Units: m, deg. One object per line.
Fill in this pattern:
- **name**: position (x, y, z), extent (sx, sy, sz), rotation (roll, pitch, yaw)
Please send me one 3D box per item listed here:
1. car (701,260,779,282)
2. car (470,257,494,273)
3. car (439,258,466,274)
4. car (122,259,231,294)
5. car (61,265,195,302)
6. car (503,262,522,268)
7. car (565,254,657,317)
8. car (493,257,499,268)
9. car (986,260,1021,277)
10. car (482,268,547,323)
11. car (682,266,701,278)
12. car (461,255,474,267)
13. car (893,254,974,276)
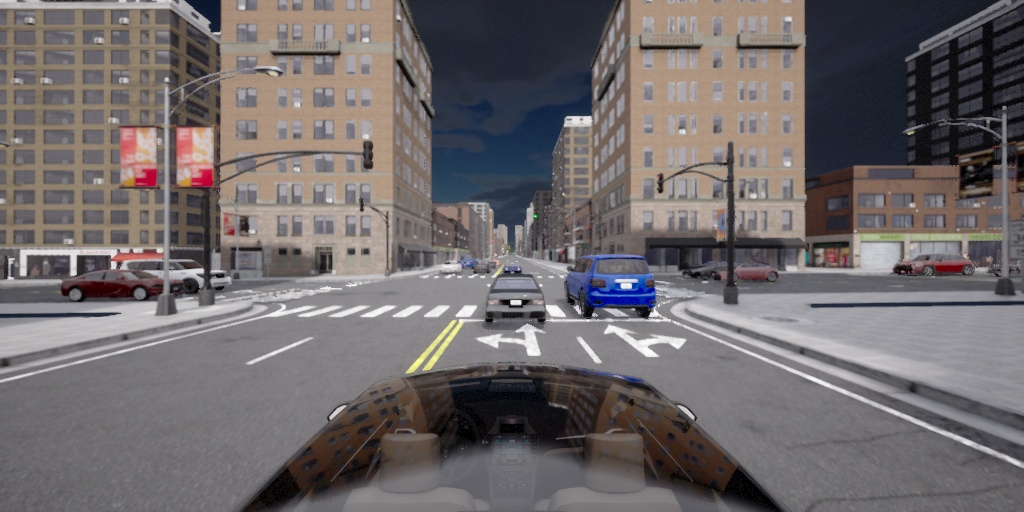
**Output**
- **car**: position (15.921, 1.068, 24.810), extent (4.181, 1.385, 1.994), rotation (-1, 0, 0)
- **car**: position (-3.378, 1.199, 41.307), extent (1.837, 1.490, 4.892), rotation (0, 0, 0)
- **car**: position (-6.654, 1.223, 39.661), extent (1.812, 1.442, 4.674), rotation (0, 0, 1)
- **car**: position (-20.128, 1.187, 21.423), extent (5.566, 2.045, 2.150), rotation (-1, 0, -1)
- **car**: position (-19.572, 1.429, 18.187), extent (5.008, 1.535, 1.882), rotation (-1, 0, -1)
- **car**: position (0.060, 1.302, 37.289), extent (1.895, 1.301, 4.718), rotation (0, 0, 0)
- **car**: position (3.345, 0.959, 13.163), extent (2.150, 2.045, 5.566), rotation (0, 0, 0)
- **car**: position (-3.357, 1.237, 52.405), extent (1.994, 1.385, 4.181), rotation (0, 0, 0)
- **car**: position (36.472, 0.778, 24.756), extent (5.357, 1.411, 2.033), rotation (-1, 0, 0)
- **car**: position (0.100, 1.286, 12.086), extent (2.033, 1.411, 5.357), rotation (0, 0, 0)
- **car**: position (16.307, 1.053, 28.060), extent (5.357, 1.411, 2.033), rotation (-1, 0, 0)
- **car**: position (-6.614, 0.887, 52.823), extent (2.150, 2.045, 5.566), rotation (0, 1, 0)
- **car**: position (32.797, 0.639, 28.016), extent (4.553, 1.767, 2.097), rotation (-1, 0, 0)
